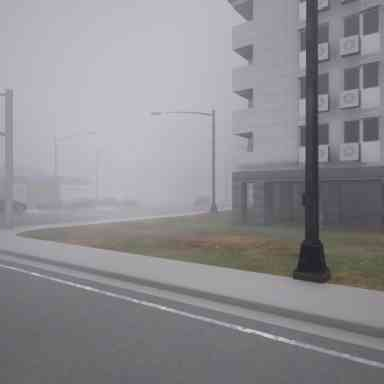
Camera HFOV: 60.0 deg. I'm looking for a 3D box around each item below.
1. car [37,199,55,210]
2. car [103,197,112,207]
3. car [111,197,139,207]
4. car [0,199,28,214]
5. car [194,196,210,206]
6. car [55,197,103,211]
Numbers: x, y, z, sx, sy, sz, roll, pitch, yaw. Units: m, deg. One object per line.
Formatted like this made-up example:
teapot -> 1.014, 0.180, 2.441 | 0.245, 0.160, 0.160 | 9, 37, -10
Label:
car -> -17.577, 1.564, 42.491 | 1.994, 1.385, 4.181 | 0, 0, 31
car -> -13.356, 1.478, 51.663 | 1.882, 1.535, 5.008 | 0, 0, 16
car -> -9.930, 1.601, 50.862 | 1.895, 1.301, 4.718 | 0, 0, 16
car -> -19.362, 1.478, 33.714 | 1.882, 1.535, 5.008 | 0, 0, 36
car -> 1.703, 1.352, 54.080 | 2.097, 1.767, 4.553 | 0, 0, 11
car -> -14.061, 1.492, 41.573 | 2.128, 1.511, 4.902 | 0, 0, 30
